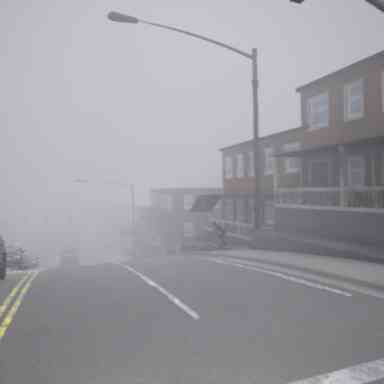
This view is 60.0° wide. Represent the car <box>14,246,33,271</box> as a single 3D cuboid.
[{"bbox_3d":[-10.648,3.901,19.360,1.812,1.442,4.674,-1,-12,-21],"label":"car"}]

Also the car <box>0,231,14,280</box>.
[{"bbox_3d":[-7.108,1.965,10.073,2.150,2.045,5.566,-1,-5,-21],"label":"car"}]

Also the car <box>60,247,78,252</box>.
[{"bbox_3d":[-17.789,9.007,48.170,2.150,2.045,5.566,-1,-5,-21],"label":"car"}]

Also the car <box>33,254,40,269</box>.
[{"bbox_3d":[-14.190,6.103,28.693,1.812,1.442,4.674,-1,-12,-21],"label":"car"}]

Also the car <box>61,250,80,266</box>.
[{"bbox_3d":[-14.071,7.917,38.594,1.837,1.490,4.892,-1,-10,-21],"label":"car"}]

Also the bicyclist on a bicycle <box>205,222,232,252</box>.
[{"bbox_3d":[1.436,2.452,18.378,1.656,1.620,0.582,-1,-7,-20],"label":"bicyclist on a bicycle"}]
